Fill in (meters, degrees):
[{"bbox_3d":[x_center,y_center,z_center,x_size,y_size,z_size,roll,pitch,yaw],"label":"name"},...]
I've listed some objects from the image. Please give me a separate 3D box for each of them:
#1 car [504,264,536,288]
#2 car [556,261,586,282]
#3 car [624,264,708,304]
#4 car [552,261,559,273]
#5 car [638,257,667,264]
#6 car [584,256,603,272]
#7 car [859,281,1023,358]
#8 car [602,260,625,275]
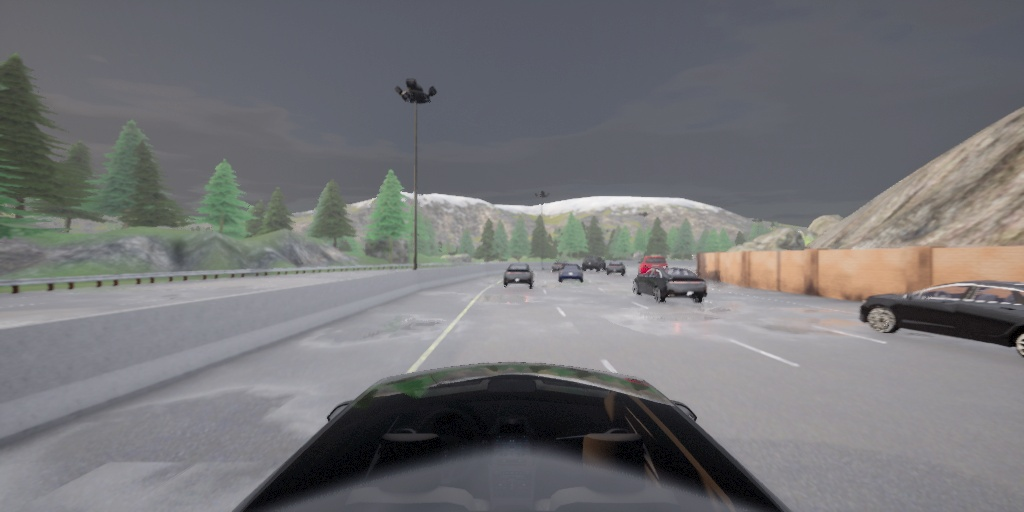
[{"bbox_3d":[0.566,1.273,24.302,2.128,1.511,4.902,0,0,5],"label":"car"},{"bbox_3d":[4.994,1.372,30.147,1.994,1.385,4.181,0,0,11],"label":"car"},{"bbox_3d":[7.181,1.290,16.774,2.128,1.511,4.902,0,0,1],"label":"car"},{"bbox_3d":[6.555,1.325,45.564,2.128,1.511,4.902,0,0,25],"label":"car"},{"bbox_3d":[12.557,1.064,31.944,2.150,2.045,5.566,0,0,16],"label":"car"},{"bbox_3d":[11.119,1.079,47.985,2.150,2.045,5.566,0,0,28],"label":"car"},{"bbox_3d":[10.615,1.294,7.977,2.128,1.511,4.902,0,0,0],"label":"car"},{"bbox_3d":[11.884,1.341,40.495,2.128,1.511,4.902,0,0,22],"label":"car"}]
